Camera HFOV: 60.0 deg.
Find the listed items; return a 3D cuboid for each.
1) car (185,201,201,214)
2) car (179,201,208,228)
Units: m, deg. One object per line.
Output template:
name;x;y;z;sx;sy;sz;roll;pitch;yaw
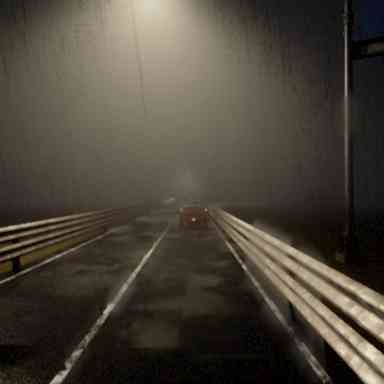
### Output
car;0.118;1.834;41.397;1.812;1.442;4.674;0;0;0
car;0.110;1.658;24.069;1.882;1.535;5.008;0;0;0
